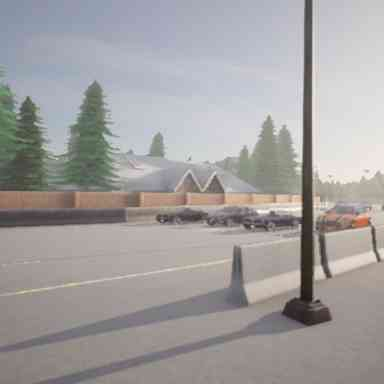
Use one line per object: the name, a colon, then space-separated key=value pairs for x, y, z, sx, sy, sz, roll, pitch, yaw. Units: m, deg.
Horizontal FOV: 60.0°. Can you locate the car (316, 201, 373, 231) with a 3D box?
car: x=9.934 y=1.650 z=21.590 sx=4.553 sy=1.767 sz=2.097 roll=1 pitch=-1 yaw=-44

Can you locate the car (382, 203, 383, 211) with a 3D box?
car: x=31.910 y=2.166 z=53.657 sx=2.097 sy=1.767 sz=4.553 roll=0 pitch=-1 yaw=33

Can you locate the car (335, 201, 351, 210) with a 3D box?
car: x=26.158 y=2.294 z=57.640 sx=1.837 sy=1.490 sz=4.892 roll=0 pitch=0 yaw=33

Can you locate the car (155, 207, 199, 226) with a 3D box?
car: x=-0.564 y=1.837 z=26.143 sx=4.718 sy=1.301 sz=1.895 roll=1 pitch=-1 yaw=-42

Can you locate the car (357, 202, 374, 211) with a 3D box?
car: x=29.386 y=2.360 z=56.137 sx=2.033 sy=1.411 sz=5.357 roll=0 pitch=-1 yaw=33

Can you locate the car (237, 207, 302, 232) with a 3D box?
car: x=5.386 y=1.858 z=22.087 sx=4.718 sy=1.301 sz=1.895 roll=1 pitch=-1 yaw=-43

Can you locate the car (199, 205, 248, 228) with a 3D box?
car: x=3.129 y=1.765 z=24.789 sx=4.892 sy=1.490 sz=1.837 roll=1 pitch=-1 yaw=-43
